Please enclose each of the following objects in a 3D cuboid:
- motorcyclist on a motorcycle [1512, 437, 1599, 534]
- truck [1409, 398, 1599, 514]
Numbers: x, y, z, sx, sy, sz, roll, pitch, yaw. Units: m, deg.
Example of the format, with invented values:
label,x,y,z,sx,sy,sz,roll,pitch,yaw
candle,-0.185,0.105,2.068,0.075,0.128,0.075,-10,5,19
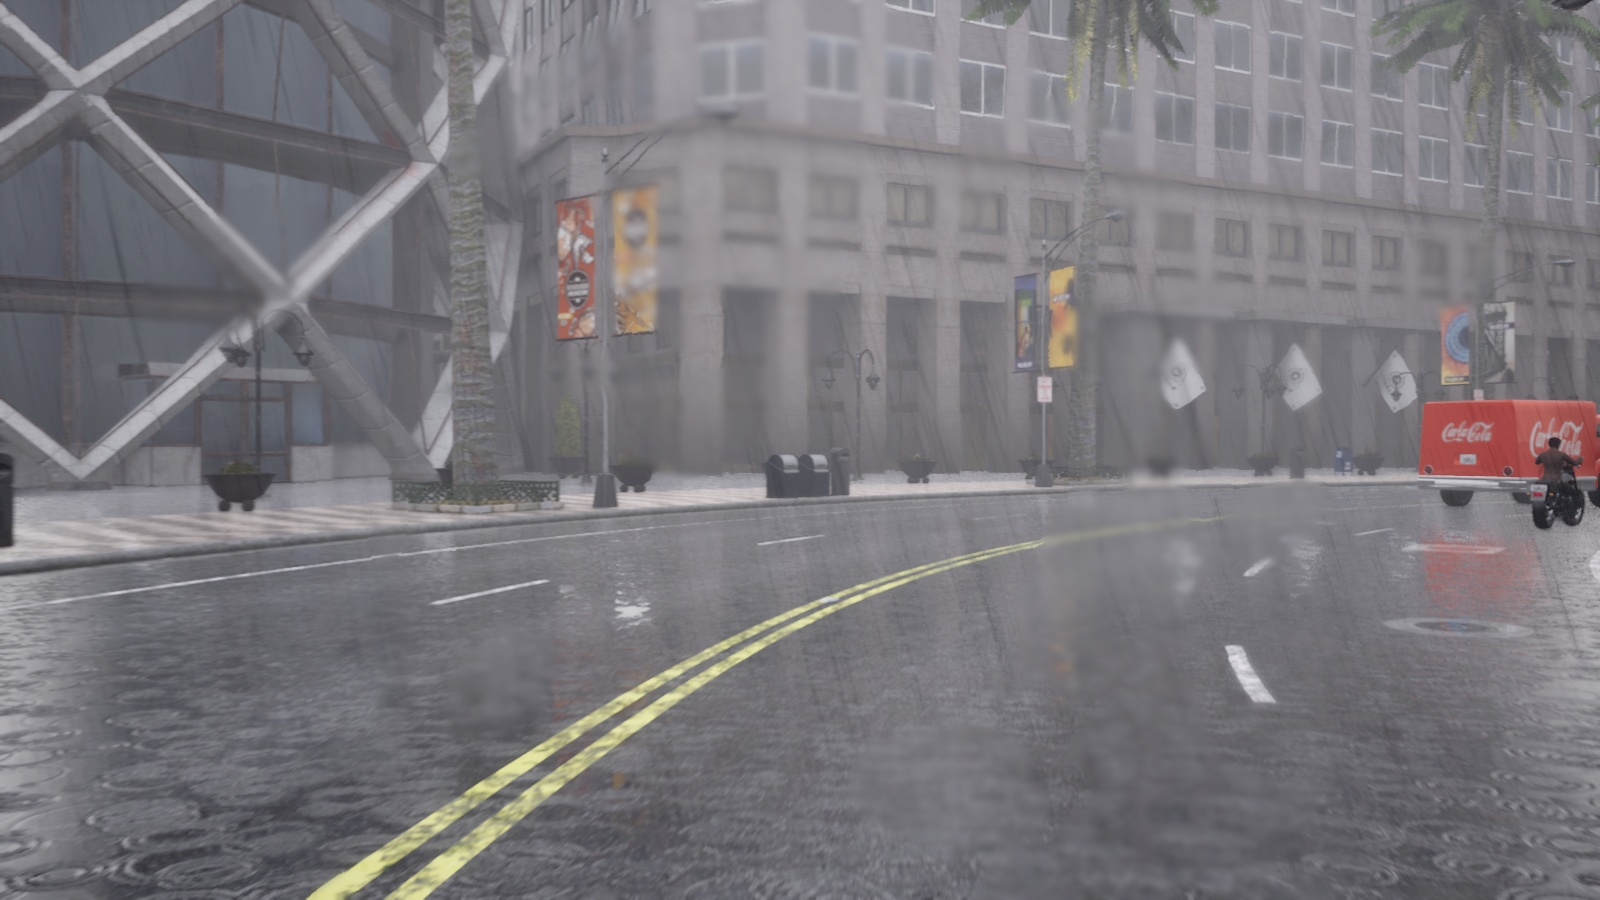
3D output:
label,x,y,z,sx,sy,sz,roll,pitch,yaw
motorcyclist on a motorcycle,13.529,0.593,22.421,2.350,1.649,0.766,0,1,-44
truck,16.974,0.123,29.195,5.204,2.467,2.627,0,0,-31
